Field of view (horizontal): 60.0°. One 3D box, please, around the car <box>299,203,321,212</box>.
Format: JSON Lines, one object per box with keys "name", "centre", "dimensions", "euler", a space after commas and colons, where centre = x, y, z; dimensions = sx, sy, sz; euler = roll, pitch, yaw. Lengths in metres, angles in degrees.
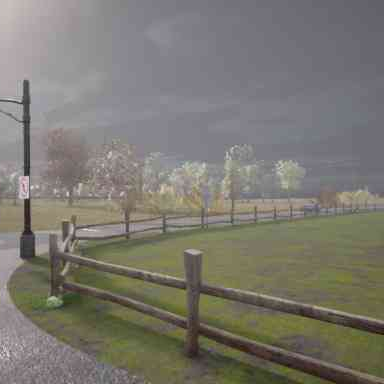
{"name": "car", "centre": [18.897, 2.449, 52.982], "dimensions": [2.033, 1.411, 5.357], "euler": [-1, -2, 40]}
